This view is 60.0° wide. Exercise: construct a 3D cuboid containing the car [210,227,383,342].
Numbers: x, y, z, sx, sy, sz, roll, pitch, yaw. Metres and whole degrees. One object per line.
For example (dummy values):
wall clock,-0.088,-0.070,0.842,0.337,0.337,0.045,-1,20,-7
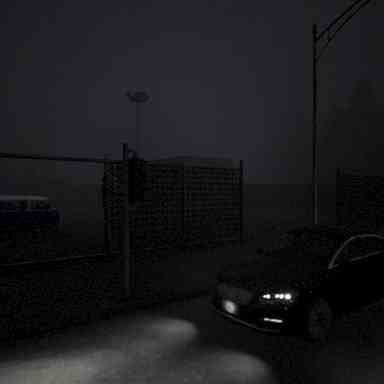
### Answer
car,2.537,1.491,6.561,4.902,1.511,2.128,0,0,-37
